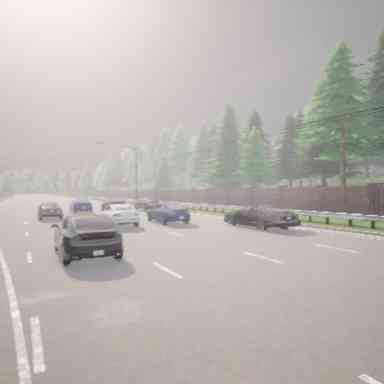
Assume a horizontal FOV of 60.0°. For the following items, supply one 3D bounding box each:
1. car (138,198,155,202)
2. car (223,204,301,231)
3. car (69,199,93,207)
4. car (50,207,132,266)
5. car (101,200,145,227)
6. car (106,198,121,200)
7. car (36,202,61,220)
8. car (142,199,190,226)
[{"bbox_3d":[-5.090,1.393,37.693,2.128,1.511,4.902,-1,0,-27],"label":"car"},{"bbox_3d":[3.978,1.444,19.805,2.033,1.411,5.357,-1,0,-27],"label":"car"},{"bbox_3d":[-12.036,1.464,35.916,1.882,1.535,5.008,-1,0,-27],"label":"car"},{"bbox_3d":[-3.827,1.527,11.941,1.837,1.490,4.892,-1,1,-27],"label":"car"},{"bbox_3d":[-4.824,1.507,21.702,1.812,1.442,4.674,-1,0,-27],"label":"car"},{"bbox_3d":[-8.913,1.422,37.497,1.882,1.535,5.008,-1,0,-27],"label":"car"},{"bbox_3d":[-12.172,1.574,28.430,2.033,1.411,5.357,-1,0,-27],"label":"car"},{"bbox_3d":[-1.708,1.465,23.295,1.812,1.442,4.674,-1,0,-27],"label":"car"}]
